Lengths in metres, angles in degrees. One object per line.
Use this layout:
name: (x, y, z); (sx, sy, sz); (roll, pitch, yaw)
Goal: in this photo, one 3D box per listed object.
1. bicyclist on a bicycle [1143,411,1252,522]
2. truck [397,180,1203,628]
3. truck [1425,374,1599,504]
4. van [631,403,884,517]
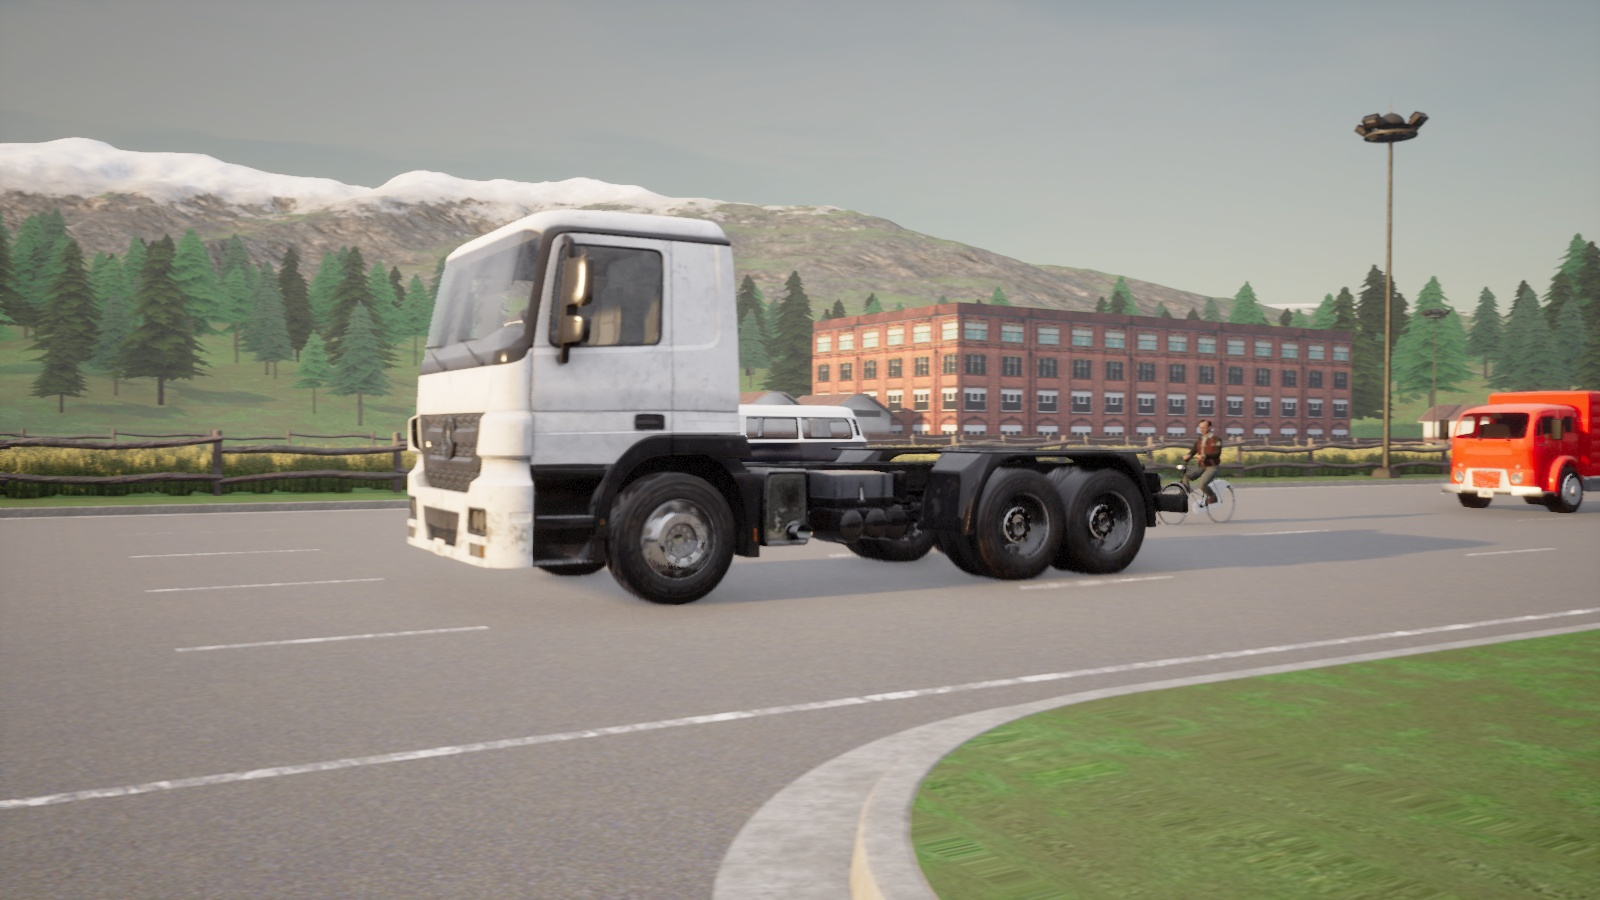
bicyclist on a bicycle: (6.599, 0.254, 20.829); (1.843, 1.776, 0.659); (-1, 1, -31)
truck: (0.257, -0.426, 12.978); (7.936, 3.462, 2.891); (-1, 1, -31)
truck: (15.962, -0.284, 26.396); (5.204, 2.467, 2.627); (-2, 1, -31)
van: (-0.813, 0.137, 24.564); (4.480, 2.038, 2.069); (-1, 1, -31)
